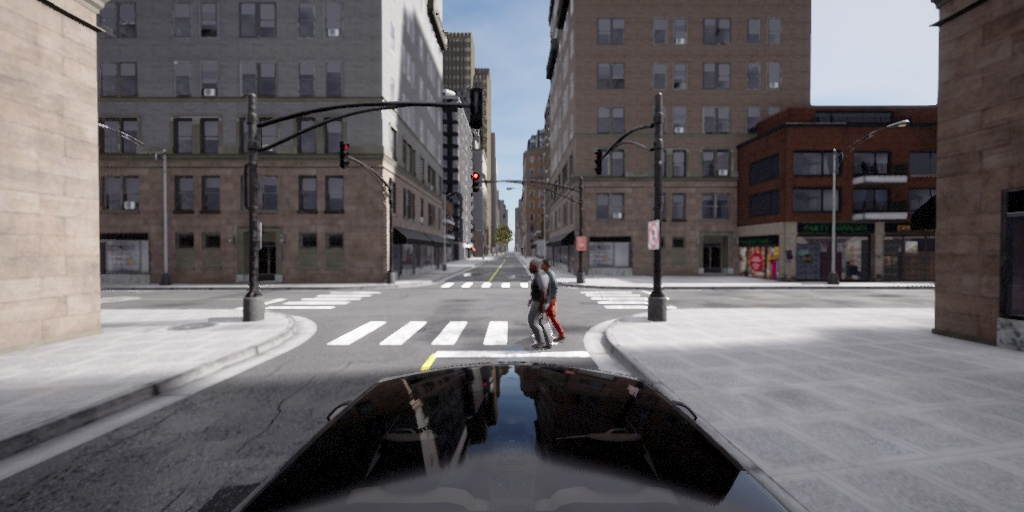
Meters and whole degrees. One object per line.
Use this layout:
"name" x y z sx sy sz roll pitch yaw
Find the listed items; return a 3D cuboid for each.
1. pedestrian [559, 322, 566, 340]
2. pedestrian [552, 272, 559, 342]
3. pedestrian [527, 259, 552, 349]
"pedestrian" 0.953 1.322 8.468 0.500 1.100 0.500 0 1 0
"pedestrian" 0.770 0.951 7.862 0.375 1.860 0.375 0 1 0
"pedestrian" 0.556 0.960 7.261 0.375 1.860 0.375 0 1 0
